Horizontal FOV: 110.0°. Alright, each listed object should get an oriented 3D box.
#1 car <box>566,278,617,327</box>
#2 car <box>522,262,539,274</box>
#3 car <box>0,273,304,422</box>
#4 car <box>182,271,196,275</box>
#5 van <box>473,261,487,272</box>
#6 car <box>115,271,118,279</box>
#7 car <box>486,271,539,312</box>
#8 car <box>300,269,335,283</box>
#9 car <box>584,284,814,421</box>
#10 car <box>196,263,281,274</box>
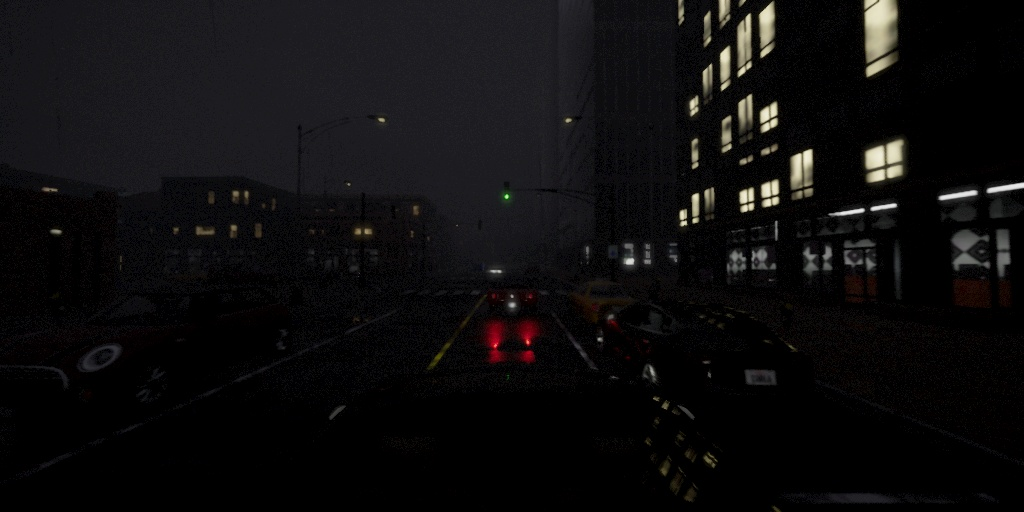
[{"bbox_3d":[2.835,1.384,11.731,1.751,1.417,4.829,0,0,0],"label":"car"},{"bbox_3d":[2.722,1.716,49.506,1.967,1.591,4.097,0,0,0],"label":"car"},{"bbox_3d":[-5.687,1.237,5.978,1.967,1.591,4.097,0,0,0],"label":"car"},{"bbox_3d":[-30.655,1.980,34.794,4.829,1.417,1.751,0,0,1],"label":"car"},{"bbox_3d":[-5.651,1.740,60.595,1.690,1.789,3.998,0,0,0],"label":"van"},{"bbox_3d":[-41.580,1.877,34.939,5.009,1.841,2.192,0,0,1],"label":"car"},{"bbox_3d":[0.029,1.498,15.106,1.895,1.301,4.718,0,-1,1],"label":"car"},{"bbox_3d":[-19.390,1.913,34.643,4.313,1.339,1.948,0,0,1],"label":"car"},{"bbox_3d":[2.661,1.362,5.918,1.948,1.339,4.313,0,0,0],"label":"car"},{"bbox_3d":[-19.502,1.441,26.267,5.009,1.841,2.192,0,0,1],"label":"car"}]
